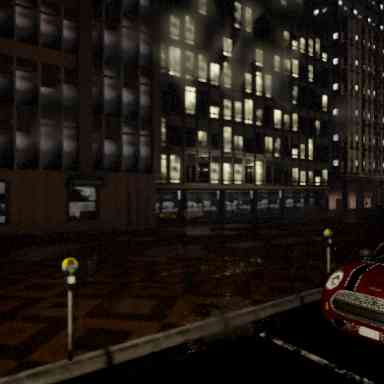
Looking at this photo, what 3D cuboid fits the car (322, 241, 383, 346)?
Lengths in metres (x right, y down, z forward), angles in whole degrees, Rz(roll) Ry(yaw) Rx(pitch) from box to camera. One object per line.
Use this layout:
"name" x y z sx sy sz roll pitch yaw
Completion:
"car" 4.088 1.436 5.783 4.097 1.590 1.967 0 0 -35
